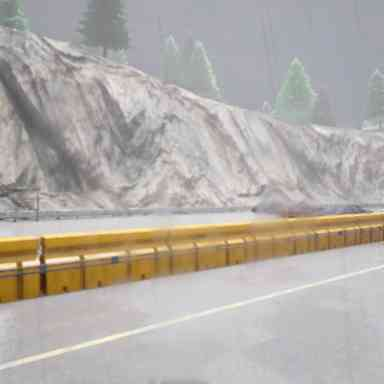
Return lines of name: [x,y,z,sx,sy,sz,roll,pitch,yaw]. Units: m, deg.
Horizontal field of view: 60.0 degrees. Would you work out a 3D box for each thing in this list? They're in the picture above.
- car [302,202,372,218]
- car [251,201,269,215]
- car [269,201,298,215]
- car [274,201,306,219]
car: [10.660,1.598,23.639,5.357,1.411,2.033,0,0,-30]
car: [8.140,1.624,34.221,4.181,1.385,1.994,0,0,-29]
car: [9.879,1.585,31.201,4.674,1.442,1.812,0,0,-29]
car: [9.248,1.653,26.843,4.718,1.301,1.895,0,0,-30]
